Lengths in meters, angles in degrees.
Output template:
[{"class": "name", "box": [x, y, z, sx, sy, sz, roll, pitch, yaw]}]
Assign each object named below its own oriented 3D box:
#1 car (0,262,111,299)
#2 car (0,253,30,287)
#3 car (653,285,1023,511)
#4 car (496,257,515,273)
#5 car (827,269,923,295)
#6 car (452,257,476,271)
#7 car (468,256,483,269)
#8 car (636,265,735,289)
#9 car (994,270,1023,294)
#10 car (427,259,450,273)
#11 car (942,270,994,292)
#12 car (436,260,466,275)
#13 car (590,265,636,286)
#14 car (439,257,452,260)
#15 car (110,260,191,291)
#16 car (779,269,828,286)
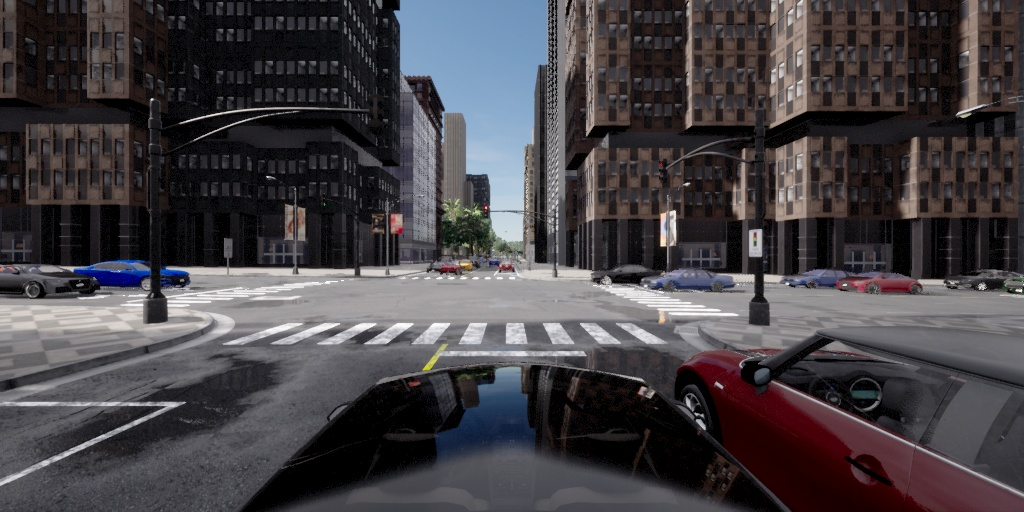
[{"class": "car", "box": [-20.774, 1.053, 15.583, 4.181, 1.385, 1.994, 1, 0, 0]}, {"class": "car", "box": [-28.950, 0.722, 18.780, 4.553, 1.767, 2.097, 1, 0, 0]}, {"class": "car", "box": [2.763, 1.190, 2.403, 1.967, 1.591, 4.097, 0, 0, 0]}, {"class": "car", "box": [-0.628, 1.197, 43.792, 1.967, 1.591, 4.097, 0, 0, 0]}, {"class": "car", "box": [22.940, 1.669, 22.555, 4.181, 1.385, 1.994, 1, 0, 0]}, {"class": "car", "box": [-6.522, 1.247, 48.958, 1.882, 1.535, 5.008, 0, 0, 0]}, {"class": "car", "box": [-6.587, 1.018, 59.801, 2.150, 2.045, 5.566, 0, 0, 0]}, {"class": "car", "box": [10.874, 1.478, 22.259, 5.357, 1.411, 2.033, 1, 0, -5]}, {"class": "car", "box": [34.245, 1.620, 22.603, 4.553, 1.767, 2.097, 1, 0, 1]}, {"class": "car", "box": [-9.153, 1.323, 43.735, 1.948, 1.339, 4.313, 0, 0, 0]}, {"class": "car", "box": [34.210, 1.771, 25.872, 4.892, 1.490, 1.837, 1, 0, 0]}, {"class": "car", "box": [-6.482, 1.347, 38.563, 1.895, 1.301, 4.718, 0, 0, 1]}, {"class": "car", "box": [8.171, 1.365, 25.712, 5.008, 1.535, 1.882, 1, 0, 0]}, {"class": "car", "box": [-9.191, 1.084, 49.161, 2.192, 1.841, 5.009, 0, 0, 0]}, {"class": "car", "box": [-19.838, 0.976, 18.837, 5.008, 1.535, 1.882, 1, 0, 0]}, {"class": "car", "box": [22.492, 1.642, 25.809, 5.357, 1.411, 2.033, 1, 0, 0]}]
